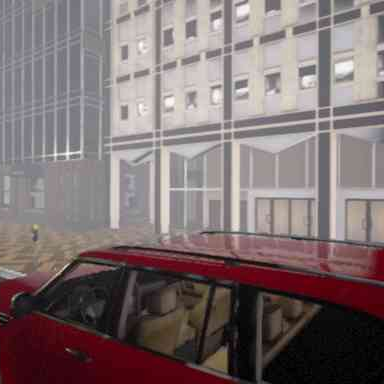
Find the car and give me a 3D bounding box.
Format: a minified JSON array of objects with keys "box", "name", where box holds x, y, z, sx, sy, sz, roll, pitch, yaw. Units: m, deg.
[{"box":[-0.141,1.301,2.981,5.009,1.841,2.192,1,0,36],"name":"car"}]
